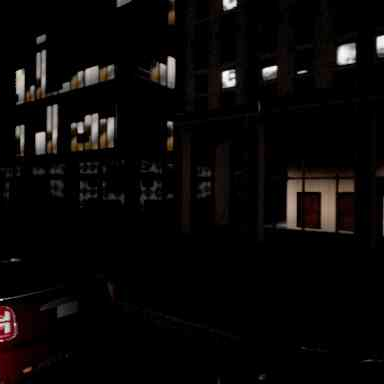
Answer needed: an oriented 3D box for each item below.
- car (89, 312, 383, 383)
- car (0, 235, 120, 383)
[{"bbox_3d":[1.555,1.586,1.765,4.206,1.307,1.802,1,0,36],"label":"car"},{"bbox_3d":[-3.041,1.382,5.044,4.097,1.590,1.967,1,0,36],"label":"car"}]
